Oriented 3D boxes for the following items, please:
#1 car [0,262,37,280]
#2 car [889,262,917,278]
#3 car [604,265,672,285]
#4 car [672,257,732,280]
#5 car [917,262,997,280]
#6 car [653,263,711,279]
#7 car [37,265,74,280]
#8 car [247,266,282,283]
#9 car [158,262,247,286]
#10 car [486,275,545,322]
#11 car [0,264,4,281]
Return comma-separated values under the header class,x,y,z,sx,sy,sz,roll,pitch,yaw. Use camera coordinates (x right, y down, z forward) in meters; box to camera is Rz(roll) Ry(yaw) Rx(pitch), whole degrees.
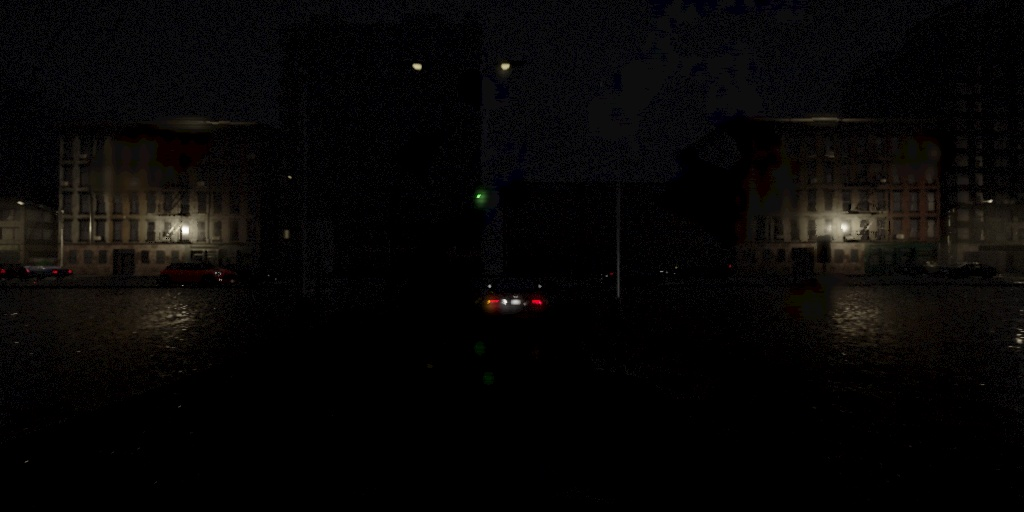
class,x,y,z,sx,sy,sz,roll,pitch,yaw
car,-46.586,1.360,32.192,4.553,1.767,2.097,0,-1,0
car,40.391,1.375,35.585,4.902,1.511,2.128,0,-1,0
car,8.734,1.379,25.605,4.181,1.385,1.994,0,-1,-5
car,16.743,1.110,32.343,5.566,2.045,2.150,0,-1,0
car,40.427,1.332,32.336,4.902,1.511,2.128,0,-1,0
car,16.769,1.437,35.587,4.892,1.490,1.837,0,-1,0
car,-46.851,1.599,35.417,5.357,1.411,2.033,0,-1,0
car,-21.646,1.466,28.836,5.357,1.411,2.033,0,-1,0
car,-22.198,1.228,25.589,4.553,1.767,2.097,0,-1,0
car,0.101,1.356,12.558,2.033,1.411,5.357,0,0,0
car,-44.611,1.524,28.847,4.181,1.385,1.994,0,-1,0
